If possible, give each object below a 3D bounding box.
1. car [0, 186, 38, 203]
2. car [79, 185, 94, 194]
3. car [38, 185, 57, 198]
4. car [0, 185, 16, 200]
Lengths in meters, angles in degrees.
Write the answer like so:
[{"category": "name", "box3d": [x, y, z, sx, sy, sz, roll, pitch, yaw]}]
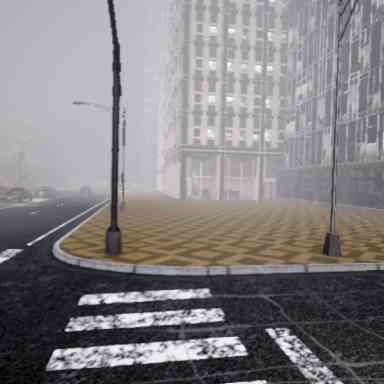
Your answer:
[{"category": "car", "box3d": [-17.524, 0.241, 33.642, 1.812, 1.442, 4.674, 1, 2, -9]}, {"category": "car", "box3d": [-17.774, -0.376, 56.202, 1.812, 1.442, 4.674, 1, 2, -9]}, {"category": "car", "box3d": [-19.098, -0.105, 43.726, 2.128, 1.511, 4.902, 1, 2, -9]}, {"category": "car", "box3d": [-21.249, 0.029, 36.398, 1.882, 1.535, 5.008, 1, 2, -9]}]
